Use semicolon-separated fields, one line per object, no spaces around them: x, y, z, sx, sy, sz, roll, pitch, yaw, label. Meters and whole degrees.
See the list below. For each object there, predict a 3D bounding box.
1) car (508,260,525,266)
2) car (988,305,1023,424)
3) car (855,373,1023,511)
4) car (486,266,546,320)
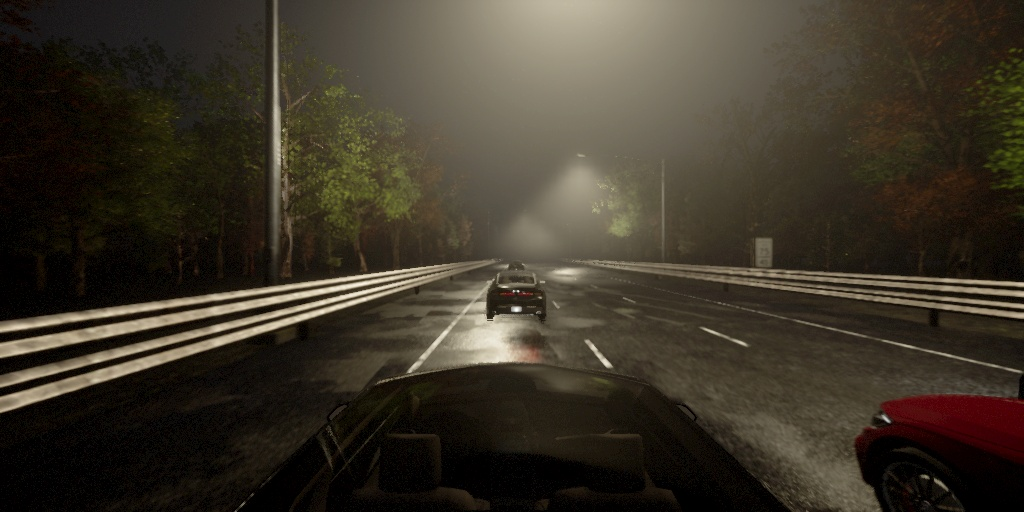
0.531;1.250;43.162;1.837;1.490;4.892;0;0;1;car
7.107;1.315;2.507;1.994;1.385;4.181;0;0;0;car
3.606;1.276;0.821;1.812;1.442;4.674;0;0;0;car
0.140;1.254;12.557;1.837;1.490;4.892;0;0;0;car
